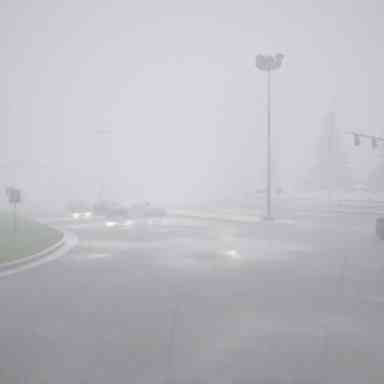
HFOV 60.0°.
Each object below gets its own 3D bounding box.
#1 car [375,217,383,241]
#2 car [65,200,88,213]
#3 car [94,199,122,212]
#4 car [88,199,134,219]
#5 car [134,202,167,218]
[{"bbox_3d":[10.564,1.487,15.583,5.008,1.535,1.882,0,0,-36],"label":"car"},{"bbox_3d":[-12.839,1.570,37.415,1.994,1.385,4.181,0,0,-34],"label":"car"},{"bbox_3d":[-10.019,1.572,39.491,1.994,1.385,4.181,0,0,-34],"label":"car"},{"bbox_3d":[-7.250,1.484,29.351,1.882,1.535,5.008,0,0,-35],"label":"car"},{"bbox_3d":[-4.242,1.609,31.153,1.895,1.301,4.718,0,0,-35],"label":"car"}]
